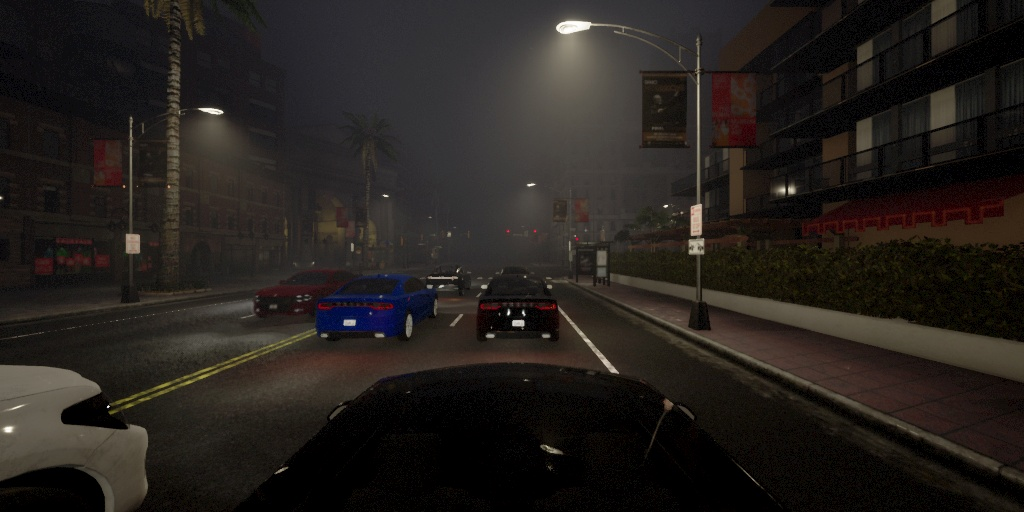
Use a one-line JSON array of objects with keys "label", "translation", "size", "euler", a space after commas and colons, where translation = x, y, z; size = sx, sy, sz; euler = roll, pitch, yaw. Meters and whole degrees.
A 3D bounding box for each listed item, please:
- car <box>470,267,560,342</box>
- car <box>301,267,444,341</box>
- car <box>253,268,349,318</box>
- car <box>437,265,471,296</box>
[{"label": "car", "translation": [0.135, 1.228, 9.848], "size": [1.882, 1.535, 5.008], "euler": [0, 0, 0]}, {"label": "car", "translation": [-3.360, 1.228, 9.883], "size": [1.882, 1.535, 5.008], "euler": [0, 0, 0]}, {"label": "car", "translation": [-7.042, 1.227, 13.106], "size": [1.882, 1.535, 5.008], "euler": [0, 0, 0]}, {"label": "car", "translation": [-3.334, 1.242, 19.388], "size": [2.128, 1.511, 4.902], "euler": [0, 0, 0]}]
